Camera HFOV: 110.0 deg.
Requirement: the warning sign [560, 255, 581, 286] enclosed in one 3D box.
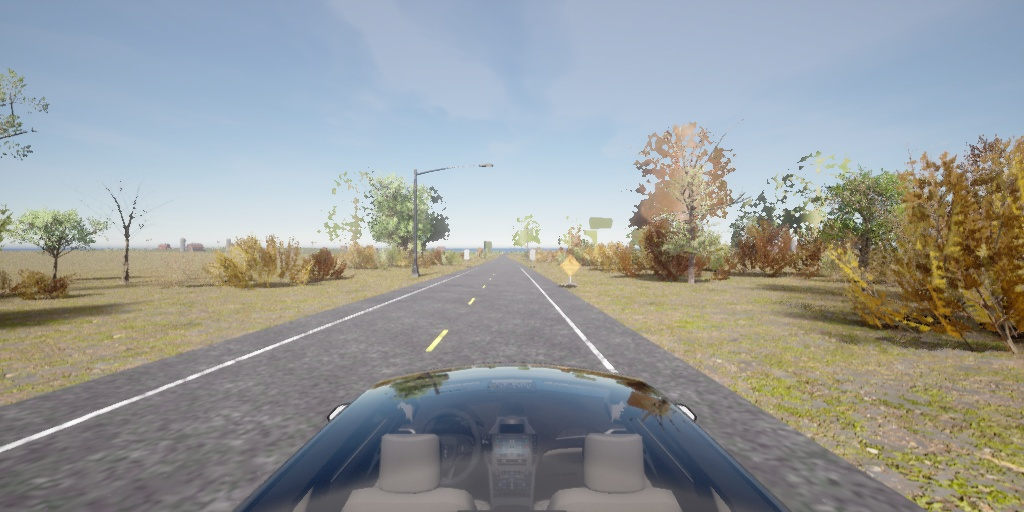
[{"bbox_3d":[3.509,0.855,21.644,1.300,1.860,1.060,0,0,0],"label":"warning sign"}]
